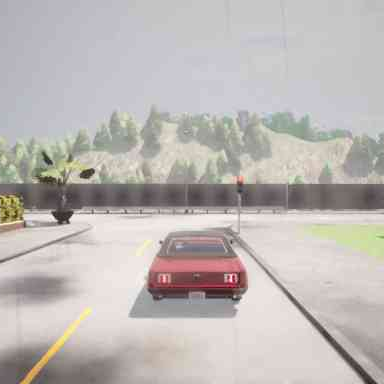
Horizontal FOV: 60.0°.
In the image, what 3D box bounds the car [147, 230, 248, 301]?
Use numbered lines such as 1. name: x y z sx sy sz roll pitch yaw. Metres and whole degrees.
1. car: 0.101 1.601 8.279 1.895 1.301 4.718 0 0 0
